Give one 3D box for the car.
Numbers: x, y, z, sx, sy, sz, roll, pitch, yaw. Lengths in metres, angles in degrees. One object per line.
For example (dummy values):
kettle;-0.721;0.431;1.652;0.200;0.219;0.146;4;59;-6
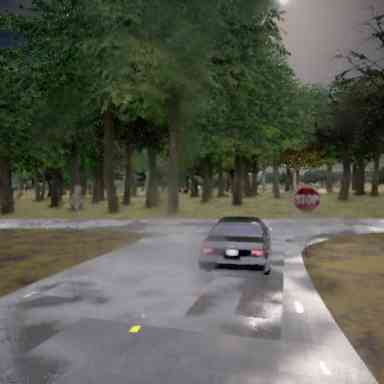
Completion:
car;1.491;1.462;10.335;2.033;1.411;5.357;0;1;13
